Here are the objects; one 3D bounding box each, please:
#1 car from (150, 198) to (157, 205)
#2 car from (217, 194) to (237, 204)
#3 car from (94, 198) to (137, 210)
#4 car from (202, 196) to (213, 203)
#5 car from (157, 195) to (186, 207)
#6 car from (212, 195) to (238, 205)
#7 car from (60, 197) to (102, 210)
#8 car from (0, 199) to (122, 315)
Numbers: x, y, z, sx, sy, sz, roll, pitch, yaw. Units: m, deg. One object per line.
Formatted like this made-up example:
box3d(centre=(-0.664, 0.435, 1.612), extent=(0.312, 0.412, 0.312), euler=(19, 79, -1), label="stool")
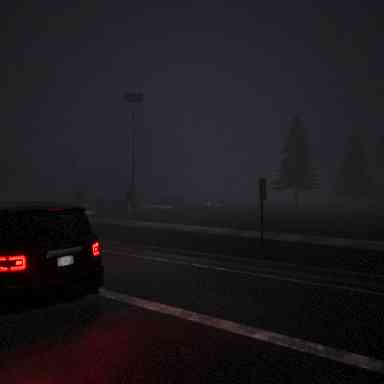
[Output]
box3d(centre=(-5.028, 1.351, 56.224), extent=(2.097, 1.767, 4.553), euler=(0, 0, 35), label="car")
box3d(centre=(7.064, 1.370, 67.293), extent=(2.097, 1.767, 4.553), euler=(0, 0, 35), label="car")
box3d(centre=(-8.578, 1.478, 38.922), extent=(1.882, 1.535, 5.008), euler=(0, 0, 35), label="car")
box3d(centre=(3.899, 1.532, 68.863), extent=(1.812, 1.442, 4.674), euler=(0, 0, 35), label="car")
box3d(centre=(-2.892, 1.505, 53.178), extent=(1.837, 1.490, 4.892), euler=(0, 0, 35), label="car")
box3d(centre=(6.345, 1.548, 60.266), extent=(2.033, 1.411, 5.357), euler=(0, 0, 35), label="car")
box3d(centre=(-14.259, 1.492, 43.011), extent=(2.128, 1.511, 4.902), euler=(0, 0, 35), label="car")
box3d(centre=(-4.269, 1.221, 6.995), extent=(5.566, 2.045, 2.150), euler=(0, 0, 35), label="car")
